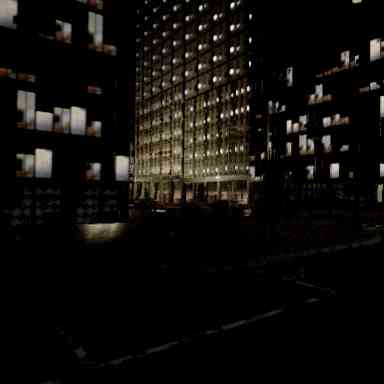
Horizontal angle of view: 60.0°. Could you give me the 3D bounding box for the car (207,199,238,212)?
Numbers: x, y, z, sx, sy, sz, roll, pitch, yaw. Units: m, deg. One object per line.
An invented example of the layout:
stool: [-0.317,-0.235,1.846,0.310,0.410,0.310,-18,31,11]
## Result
car: [4.028,1.787,44.695,1.967,1.590,4.097,0,-1,-35]

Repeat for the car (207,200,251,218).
car: [3.672,1.543,30.579,1.967,1.590,4.097,0,-1,-35]

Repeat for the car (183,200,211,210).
car: [0.675,1.928,49.491,1.752,1.417,4.829,0,-1,-35]

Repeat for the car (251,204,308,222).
car: [6.929,1.630,25.919,1.802,1.307,4.206,0,-1,-35]

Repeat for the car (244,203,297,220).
car: [7.075,1.728,30.417,1.895,1.301,4.718,1,-1,-35]

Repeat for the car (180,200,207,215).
car: [0.514,1.682,35.097,1.752,1.417,4.829,0,-1,-35]

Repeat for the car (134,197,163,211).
car: [-6.096,1.708,44.553,1.967,1.590,4.097,0,-1,-35]

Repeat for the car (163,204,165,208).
car: [-6.069,1.868,49.218,2.033,1.411,5.357,1,-1,-35]

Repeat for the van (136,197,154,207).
van: [-8.997,1.908,63.328,1.690,1.788,3.998,0,-1,-35]
